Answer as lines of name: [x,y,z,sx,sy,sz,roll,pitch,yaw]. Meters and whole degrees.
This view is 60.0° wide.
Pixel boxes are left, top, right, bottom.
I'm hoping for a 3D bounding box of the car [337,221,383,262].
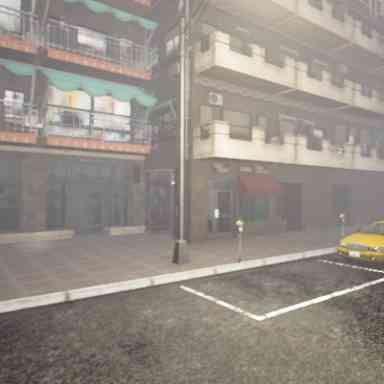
car: [6.882,1.571,11.474,4.829,1.417,1.752,0,0,-36]
